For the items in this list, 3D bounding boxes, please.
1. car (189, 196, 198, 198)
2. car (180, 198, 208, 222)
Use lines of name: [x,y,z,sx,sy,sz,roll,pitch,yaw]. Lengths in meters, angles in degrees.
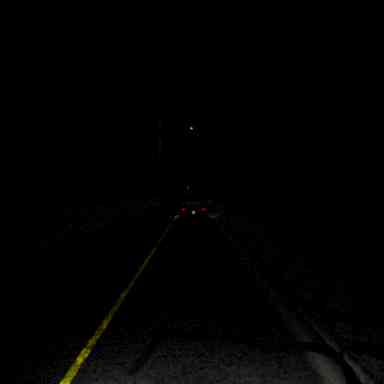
car: [0.242,1.331,50.197,1.837,1.490,4.892,0,-1,0]
car: [0.135,1.425,25.213,2.163,1.488,4.792,0,0,1]
